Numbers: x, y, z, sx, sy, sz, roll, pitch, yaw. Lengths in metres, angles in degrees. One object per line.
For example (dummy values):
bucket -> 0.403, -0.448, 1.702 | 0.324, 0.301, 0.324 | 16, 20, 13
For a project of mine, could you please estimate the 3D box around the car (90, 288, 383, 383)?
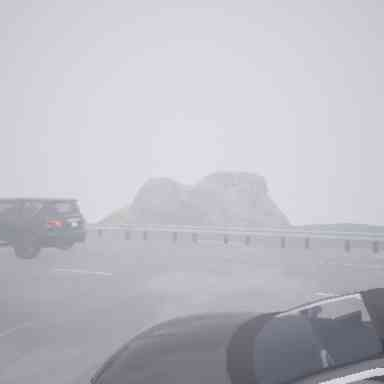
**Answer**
car -> 1.546, 1.491, 2.206 | 4.902, 1.511, 2.128 | 0, 0, 20

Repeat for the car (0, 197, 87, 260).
car -> -6.652, 1.221, 12.383 | 5.566, 2.045, 2.150 | 0, 0, 17
